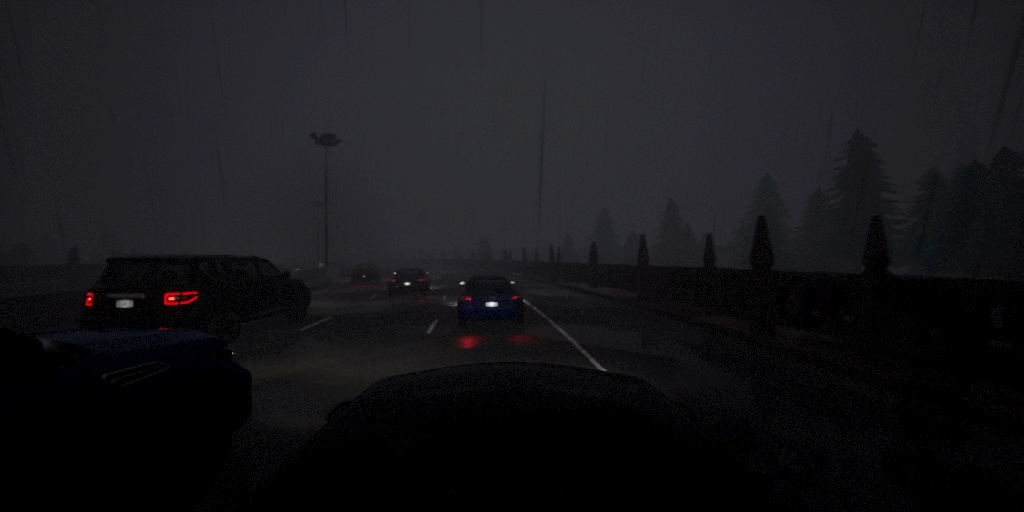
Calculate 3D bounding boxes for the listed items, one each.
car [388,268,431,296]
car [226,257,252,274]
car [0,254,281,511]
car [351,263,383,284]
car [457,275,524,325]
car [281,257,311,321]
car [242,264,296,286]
[{"bbox_3d":[-5.512,1.333,19.567,1.994,1.385,4.181,0,0,-11],"label":"car"},{"bbox_3d":[-34.816,1.196,45.882,2.150,2.045,5.566,0,0,-32],"label":"car"},{"bbox_3d":[-3.526,0.978,1.015,2.150,2.045,5.566,0,0,-1],"label":"car"},{"bbox_3d":[-11.035,1.277,27.480,1.882,1.535,5.008,0,0,-16],"label":"car"},{"bbox_3d":[-0.793,1.314,11.964,1.994,1.385,4.181,0,0,-7],"label":"car"},{"bbox_3d":[-7.476,0.987,9.366,2.150,2.045,5.566,0,0,-5],"label":"car"},{"bbox_3d":[-18.572,1.382,27.735,2.033,1.411,5.357,0,0,-18],"label":"car"}]
